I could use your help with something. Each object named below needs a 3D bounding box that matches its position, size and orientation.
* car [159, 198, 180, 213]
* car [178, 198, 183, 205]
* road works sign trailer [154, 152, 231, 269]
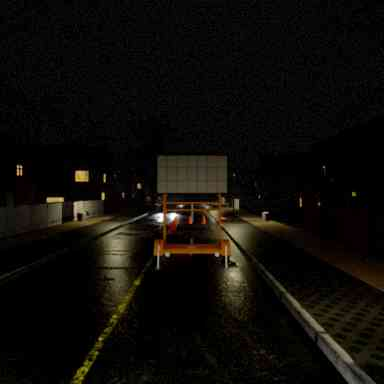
[{"bbox_3d":[-2.812,1.724,39.239,1.895,1.301,4.718,0,0,0],"label":"car"},{"bbox_3d":[-2.686,1.855,64.551,1.994,1.385,4.181,0,0,0],"label":"car"},{"bbox_3d":[0.011,0.473,11.114,2.380,3.560,2.880,0,0,0],"label":"road works sign trailer"}]
